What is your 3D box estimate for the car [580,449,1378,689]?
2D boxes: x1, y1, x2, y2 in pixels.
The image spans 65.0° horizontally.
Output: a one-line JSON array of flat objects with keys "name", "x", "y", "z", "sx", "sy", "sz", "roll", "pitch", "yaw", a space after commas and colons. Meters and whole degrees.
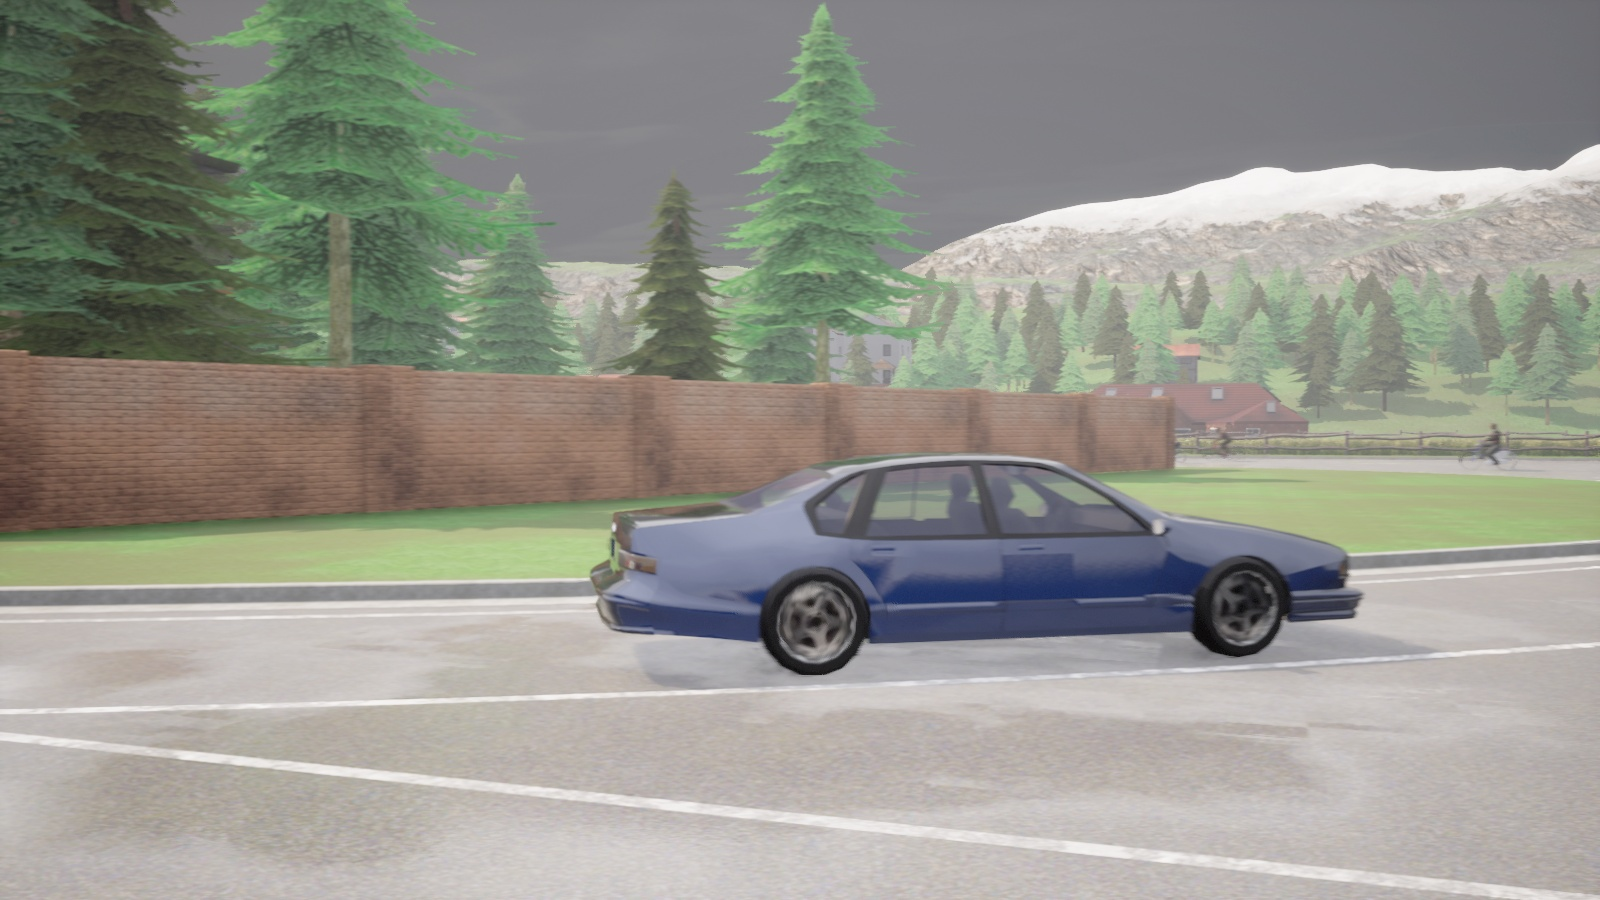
[{"name": "car", "x": 1.166, "y": 0.725, "z": 9.129, "sx": 5.357, "sy": 1.411, "sz": 2.033, "roll": 0, "pitch": 1, "yaw": -12}]

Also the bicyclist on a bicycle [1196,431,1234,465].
[{"name": "bicyclist on a bicycle", "x": 19.510, "y": -0.095, "z": 59.043, "sx": 1.656, "sy": 1.620, "sz": 0.582, "roll": 0, "pitch": 1, "yaw": 19}]

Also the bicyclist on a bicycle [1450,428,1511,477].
[{"name": "bicyclist on a bicycle", "x": 24.976, "y": 0.078, "z": 46.099, "sx": 1.843, "sy": 1.776, "sz": 0.659, "roll": 1, "pitch": 1, "yaw": 19}]
